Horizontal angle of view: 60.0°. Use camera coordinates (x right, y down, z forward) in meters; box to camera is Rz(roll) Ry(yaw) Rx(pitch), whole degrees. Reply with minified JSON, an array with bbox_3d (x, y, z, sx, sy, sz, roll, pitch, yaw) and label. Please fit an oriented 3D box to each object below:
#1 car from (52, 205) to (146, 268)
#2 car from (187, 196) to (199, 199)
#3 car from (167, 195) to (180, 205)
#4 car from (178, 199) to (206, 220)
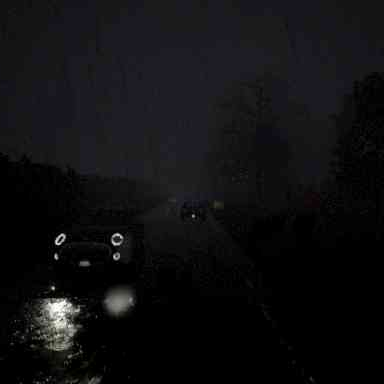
[{"bbox_3d":[-2.849,1.298,11.063,2.097,1.767,4.553,0,0,0],"label":"car"},{"bbox_3d":[0.106,1.233,42.102,1.882,1.535,5.008,0,1,0],"label":"car"},{"bbox_3d":[-2.818,1.211,52.276,1.812,1.442,4.674,0,1,0],"label":"car"},{"bbox_3d":[0.104,1.459,26.530,1.895,1.301,4.718,0,0,0],"label":"car"}]
